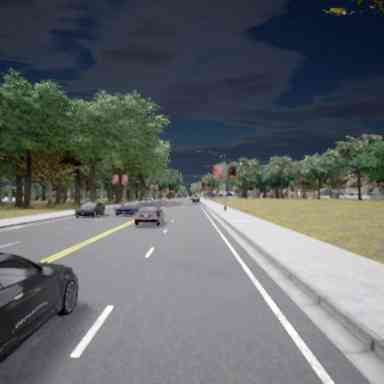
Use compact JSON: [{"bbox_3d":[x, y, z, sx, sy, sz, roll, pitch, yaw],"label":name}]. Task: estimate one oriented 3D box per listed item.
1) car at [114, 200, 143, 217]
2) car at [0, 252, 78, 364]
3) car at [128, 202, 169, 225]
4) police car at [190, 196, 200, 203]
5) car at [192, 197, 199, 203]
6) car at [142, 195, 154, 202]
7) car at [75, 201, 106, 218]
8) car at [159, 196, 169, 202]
[{"bbox_3d":[-6.587,1.808,34.095,1.895,1.301,4.718,0,0,0],"label":"car"},{"bbox_3d":[-3.150,1.552,4.655,1.812,1.442,4.674,0,0,0],"label":"car"},{"bbox_3d":[-3.146,1.699,25.218,2.033,1.411,5.357,0,0,0],"label":"car"},{"bbox_3d":[0.997,1.965,82.015,1.930,1.638,5.238,0,0,0],"label":"police car"},{"bbox_3d":[1.000,2.073,92.094,1.801,1.575,5.366,0,0,0],"label":"car"},{"bbox_3d":[-9.730,1.648,73.363,2.150,2.045,5.566,0,0,0],"label":"car"},{"bbox_3d":[-9.836,1.674,32.424,1.882,1.535,5.008,0,0,0],"label":"car"},{"bbox_3d":[-6.479,1.658,76.472,2.097,1.767,4.553,0,0,0],"label":"car"}]
